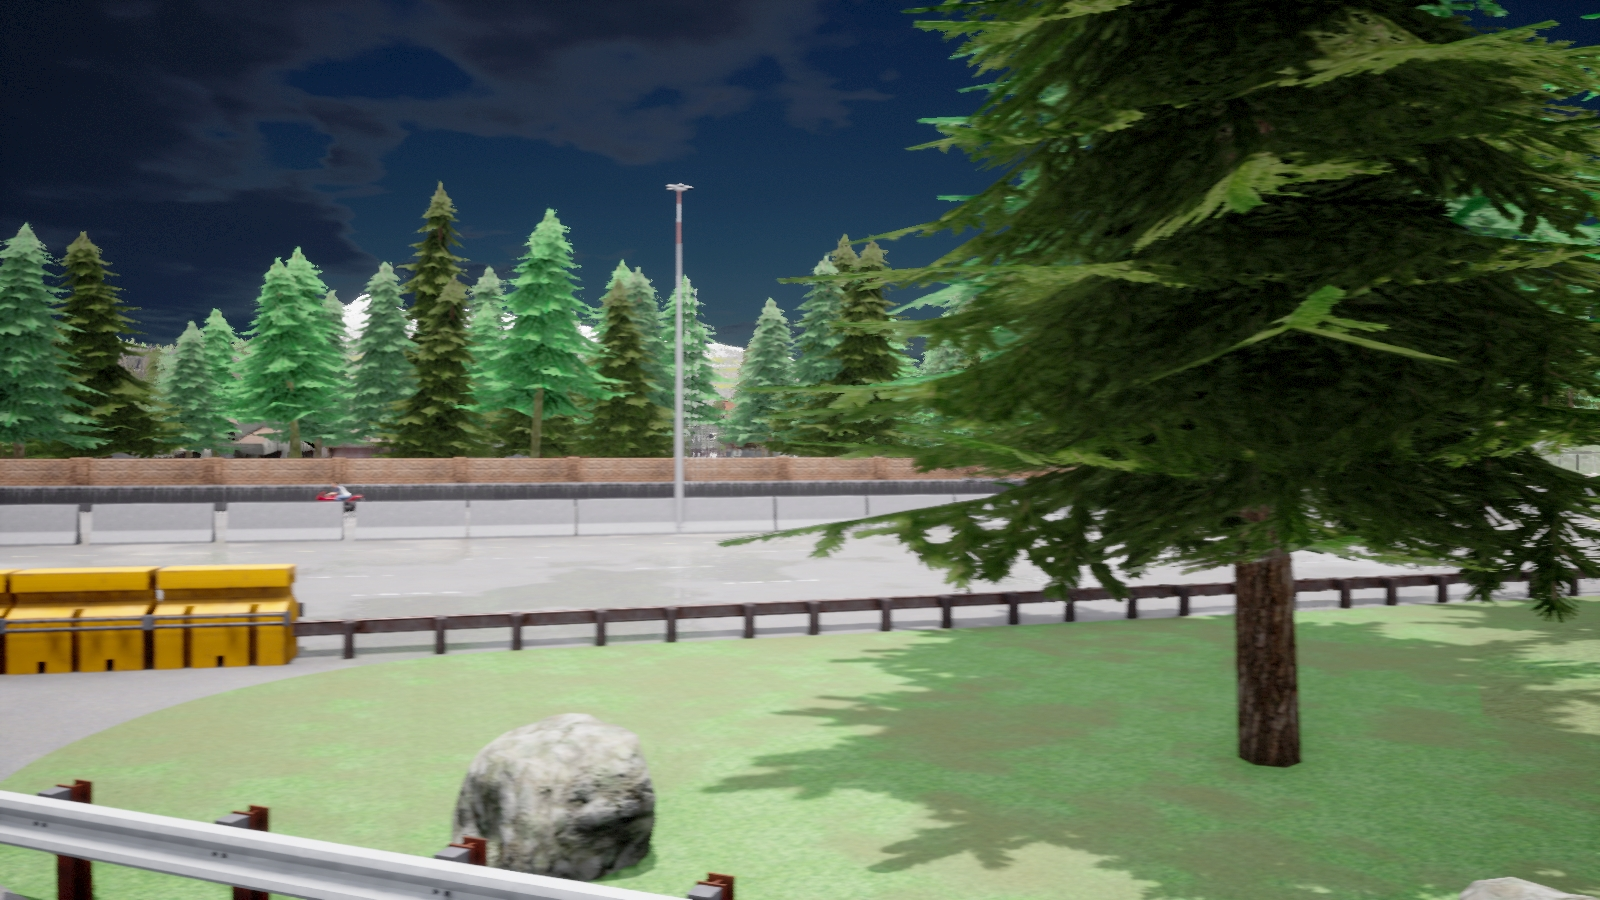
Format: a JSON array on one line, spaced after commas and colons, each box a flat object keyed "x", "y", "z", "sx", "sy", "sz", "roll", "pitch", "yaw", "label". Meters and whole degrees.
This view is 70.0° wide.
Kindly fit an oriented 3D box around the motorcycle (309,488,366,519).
[{"x": -18.825, "y": 2.174, "z": 46.566, "sx": 2.033, "sy": 1.217, "sz": 0.803, "roll": 0, "pitch": -2, "yaw": -13, "label": "motorcycle"}]
